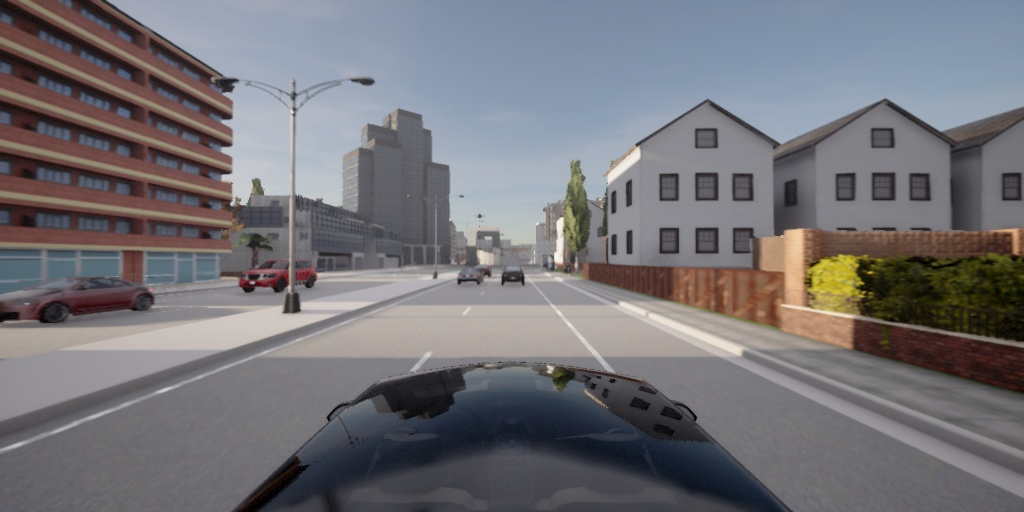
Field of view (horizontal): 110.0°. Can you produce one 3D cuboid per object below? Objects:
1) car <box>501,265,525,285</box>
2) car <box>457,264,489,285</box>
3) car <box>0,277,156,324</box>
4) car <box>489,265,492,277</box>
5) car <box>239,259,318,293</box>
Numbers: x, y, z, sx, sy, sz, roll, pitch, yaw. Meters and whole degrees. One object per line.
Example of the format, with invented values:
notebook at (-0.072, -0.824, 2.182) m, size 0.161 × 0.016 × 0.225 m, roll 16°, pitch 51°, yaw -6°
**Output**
car at (0.084, 1.548, 29.893) m, size 1.882 × 1.535 × 5.008 m, roll 0°, pitch 0°, yaw 0°
car at (-3.415, 1.621, 30.158) m, size 2.033 × 1.411 × 5.357 m, roll 0°, pitch -1°, yaw 1°
car at (-15.051, 1.434, 12.347) m, size 1.994 × 1.385 × 4.181 m, roll 0°, pitch -1°, yaw 1°
car at (-3.417, 1.695, 42.922) m, size 1.882 × 1.535 × 5.008 m, roll 0°, pitch 0°, yaw 0°
car at (-15.049, 1.219, 23.553) m, size 2.150 × 2.045 × 5.566 m, roll 0°, pitch -1°, yaw 0°
